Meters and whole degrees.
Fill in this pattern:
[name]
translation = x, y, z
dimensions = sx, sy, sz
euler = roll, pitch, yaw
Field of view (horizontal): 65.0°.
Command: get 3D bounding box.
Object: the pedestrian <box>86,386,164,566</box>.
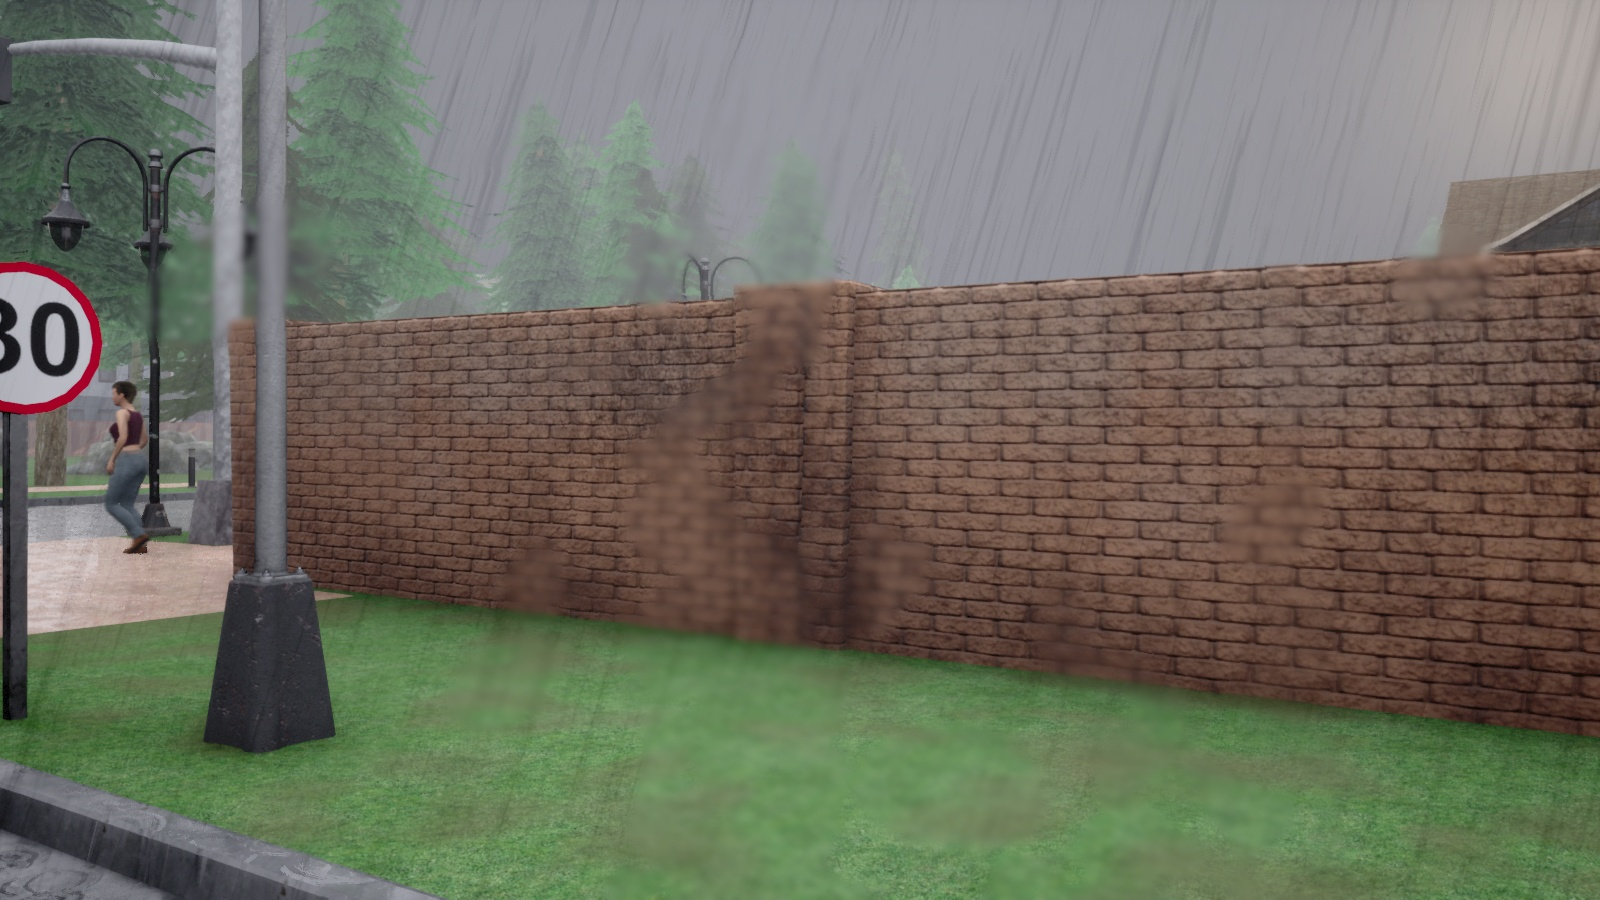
[pedestrian]
translation = -6.987, 0.268, 13.004
dimensions = 0.594, 1.836, 0.345
euler = 0, 1, 4
